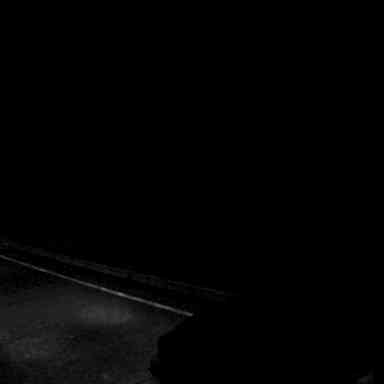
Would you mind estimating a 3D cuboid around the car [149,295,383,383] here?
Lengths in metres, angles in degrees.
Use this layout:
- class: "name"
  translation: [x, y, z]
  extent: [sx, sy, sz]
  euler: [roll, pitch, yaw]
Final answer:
- class: "car"
  translation: [1.915, 1.609, 2.684]
  extent: [4.718, 1.301, 1.895]
  euler: [0, 0, 36]
